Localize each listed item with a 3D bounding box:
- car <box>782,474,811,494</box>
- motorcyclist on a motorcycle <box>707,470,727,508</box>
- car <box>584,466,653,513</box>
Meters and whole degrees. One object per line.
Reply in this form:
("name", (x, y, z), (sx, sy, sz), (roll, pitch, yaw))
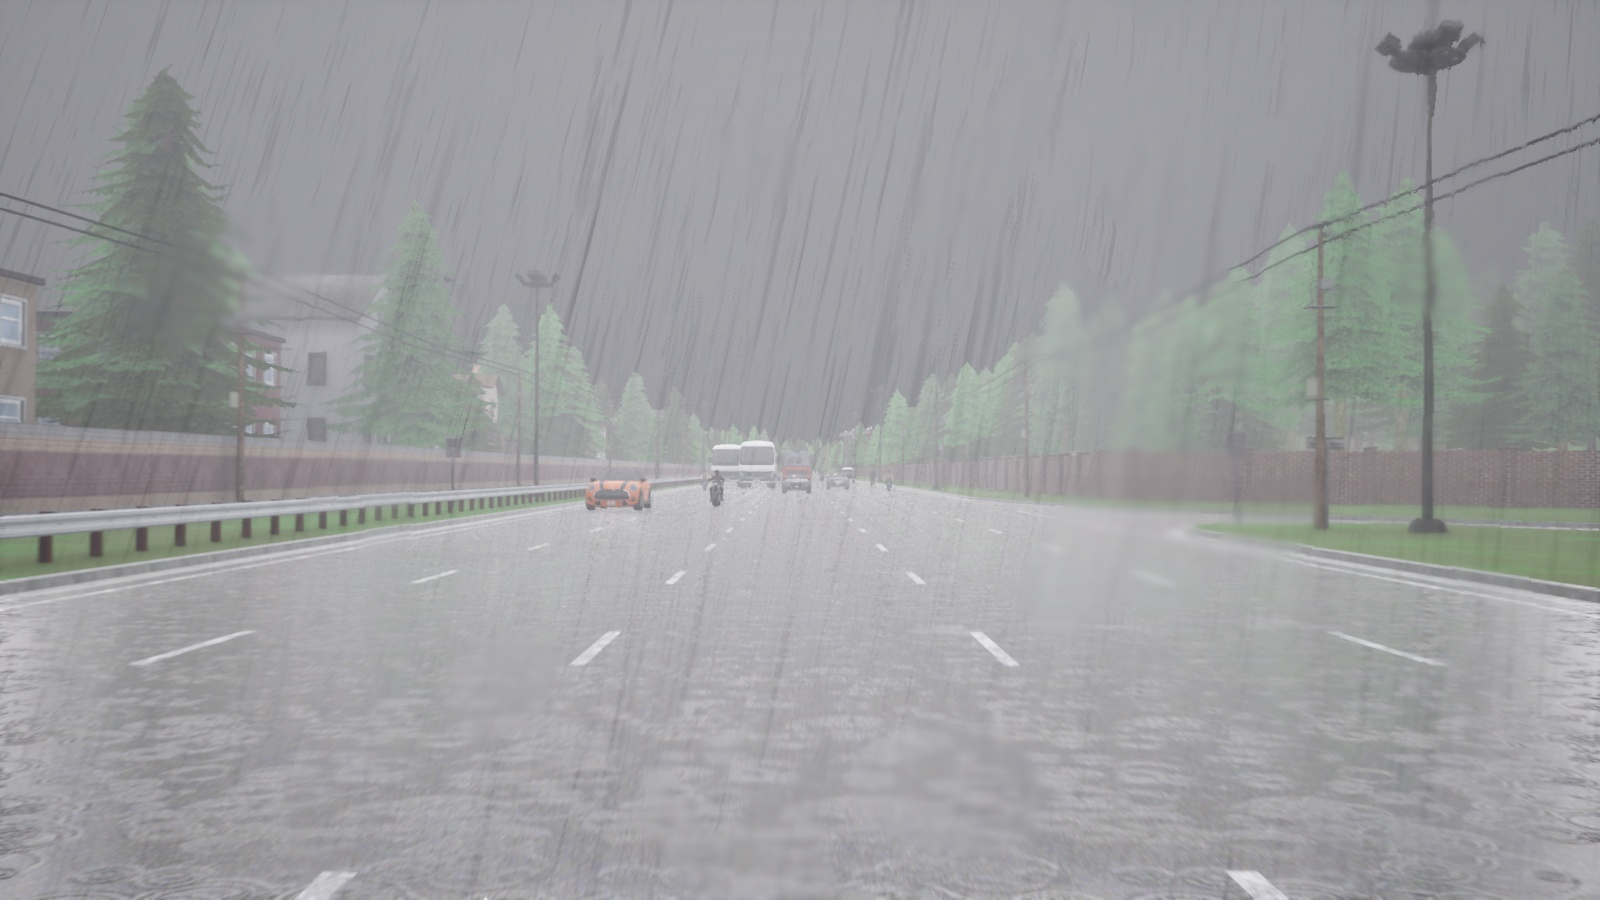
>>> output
("car", (-0.218, 2.357, 88.374), (1.994, 1.385, 4.181), (0, -1, 0))
("motorcyclist on a motorcycle", (-3.637, 1.701, 55.173), (0.766, 1.649, 2.350), (0, -1, 0))
("car", (-7.124, 1.532, 49.736), (2.097, 1.767, 4.553), (0, -1, 0))
